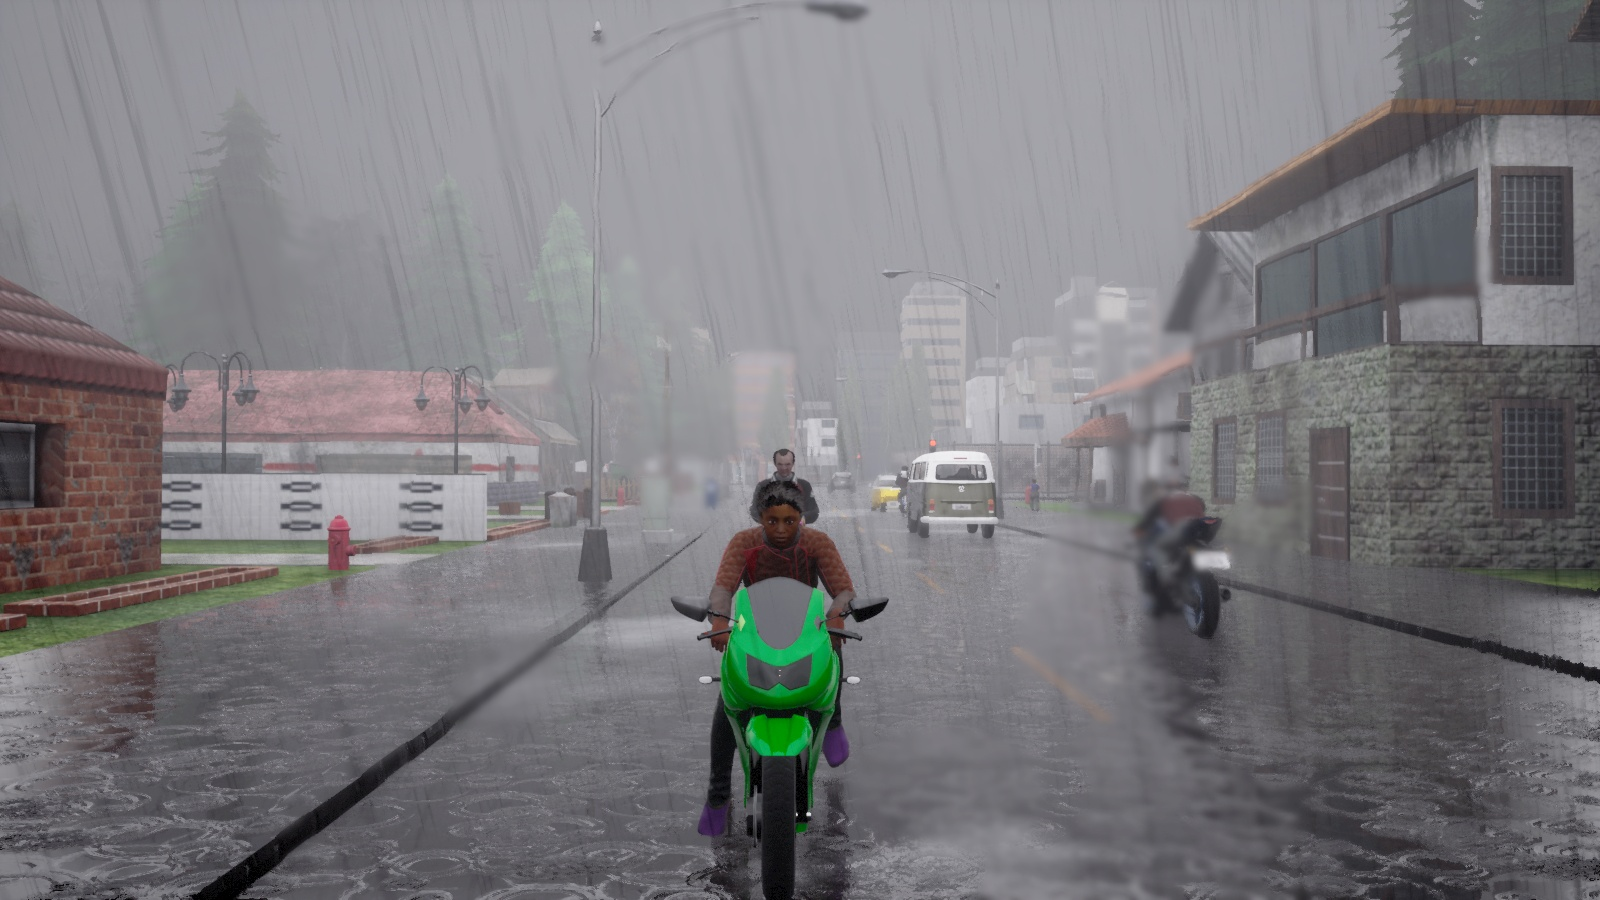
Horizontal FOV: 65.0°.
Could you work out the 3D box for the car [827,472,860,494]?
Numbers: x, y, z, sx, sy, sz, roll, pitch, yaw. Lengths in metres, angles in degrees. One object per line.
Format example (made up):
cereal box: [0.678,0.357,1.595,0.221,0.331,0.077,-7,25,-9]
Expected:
car: [3.056,2.294,89.039,2.163,1.488,4.792,0,-1,0]

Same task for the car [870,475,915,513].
car: [3.493,1.654,47.662,1.481,1.376,2.207,0,-1,-1]

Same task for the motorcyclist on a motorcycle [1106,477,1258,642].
motorcyclist on a motorcycle: [3.847,1.050,12.868,0.866,1.530,2.191,0,-1,-1]

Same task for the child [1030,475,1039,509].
child: [8.708,1.551,46.637,0.270,1.263,0.437,0,-1,-1]

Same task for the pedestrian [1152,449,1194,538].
pedestrian: [8.320,0.960,28.024,0.659,1.952,0.873,0,-1,-1]

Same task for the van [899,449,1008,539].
van: [3.661,1.038,30.706,2.069,2.038,4.480,0,-1,-1]

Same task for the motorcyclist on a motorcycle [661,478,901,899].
motorcyclist on a motorcycle: [-0.075,0.884,5.210,0.797,1.523,2.044,0,-1,-1]
